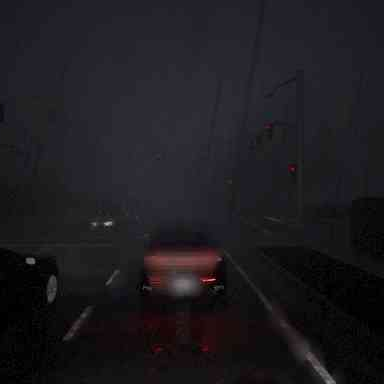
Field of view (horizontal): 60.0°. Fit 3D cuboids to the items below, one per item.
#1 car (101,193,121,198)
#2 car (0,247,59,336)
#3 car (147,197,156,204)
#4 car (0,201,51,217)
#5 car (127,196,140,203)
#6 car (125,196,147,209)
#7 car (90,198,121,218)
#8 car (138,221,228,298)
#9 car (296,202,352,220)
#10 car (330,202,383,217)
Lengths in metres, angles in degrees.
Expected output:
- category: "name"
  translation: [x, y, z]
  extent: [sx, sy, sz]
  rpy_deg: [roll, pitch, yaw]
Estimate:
- category: "car"
  translation: [-11.483, 1.219, 47.102]
  extent: [2.150, 2.045, 5.566]
  rpy_deg: [0, 0, -1]
- category: "car"
  translation: [-3.612, 1.478, 4.875]
  extent: [1.882, 1.535, 5.008]
  rpy_deg: [0, 0, -2]
- category: "car"
  translation: [-8.231, 1.601, 66.378]
  extent: [1.895, 1.301, 4.718]
  rpy_deg: [0, 0, -1]
- category: "car"
  translation: [-16.129, 1.547, 31.155]
  extent: [5.357, 1.411, 2.033]
  rpy_deg: [0, 0, -28]
- category: "car"
  translation: [-11.742, 1.507, 67.061]
  extent: [1.837, 1.490, 4.892]
  rpy_deg: [0, -1, -1]
- category: "car"
  translation: [-7.963, 1.492, 45.968]
  extent: [2.128, 1.511, 4.902]
  rpy_deg: [0, 0, -1]
- category: "car"
  translation: [-7.819, 1.564, 30.290]
  extent: [1.994, 1.385, 4.181]
  rpy_deg: [0, 0, 0]
- category: "car"
  translation: [-0.245, 1.492, 8.539]
  extent: [2.128, 1.511, 4.902]
  rpy_deg: [0, 0, -2]
- category: "car"
  translation: [11.396, 1.547, 27.232]
  extent: [5.357, 1.411, 2.033]
  rpy_deg: [0, 0, 0]
- category: "car"
  translation: [15.468, 1.601, 30.696]
  extent: [4.718, 1.301, 1.895]
  rpy_deg: [0, 0, 0]
